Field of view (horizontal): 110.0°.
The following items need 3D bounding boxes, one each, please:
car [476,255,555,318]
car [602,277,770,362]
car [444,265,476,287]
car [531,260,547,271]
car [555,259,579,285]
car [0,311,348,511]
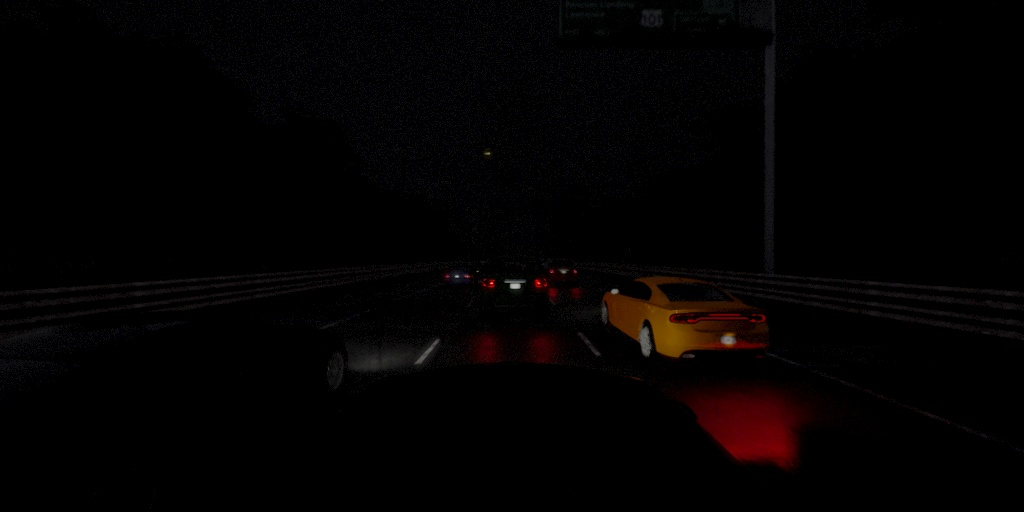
[{"bbox_3d":[0.095,0.978,13.184,2.150,2.045,5.566,0,0,0],"label":"car"},{"bbox_3d":[3.498,1.208,8.275,1.882,1.535,5.008,0,0,0],"label":"car"},{"bbox_3d":[-3.404,1.327,24.711,2.033,1.411,5.357,0,0,0],"label":"car"},{"bbox_3d":[3.862,1.373,52.121,2.128,1.511,4.902,0,0,2],"label":"car"},{"bbox_3d":[3.496,1.112,26.226,2.097,1.767,4.553,0,0,0],"label":"car"},{"bbox_3d":[-3.414,1.275,3.566,1.812,1.442,4.674,0,0,0],"label":"car"}]
